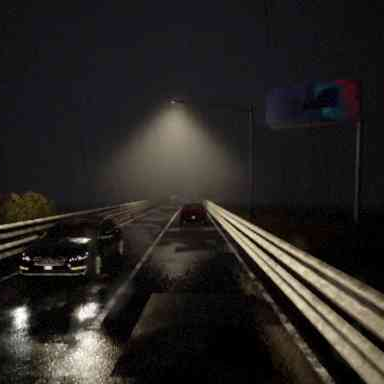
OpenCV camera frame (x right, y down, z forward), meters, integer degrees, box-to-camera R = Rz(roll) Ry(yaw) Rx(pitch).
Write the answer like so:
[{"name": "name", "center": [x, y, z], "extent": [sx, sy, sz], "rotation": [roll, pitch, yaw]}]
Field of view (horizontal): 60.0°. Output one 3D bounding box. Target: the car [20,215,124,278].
[{"name": "car", "center": [-3.351, 1.514, 10.187], "extent": [1.837, 1.490, 4.892], "rotation": [0, 0, 0]}]

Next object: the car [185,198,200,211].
[{"name": "car", "center": [0.085, 1.565, 41.275], "extent": [1.812, 1.442, 4.674], "rotation": [0, 0, 0]}]

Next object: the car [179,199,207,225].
[{"name": "car", "center": [0.091, 1.500, 24.219], "extent": [1.882, 1.535, 5.008], "rotation": [0, 0, 0]}]
